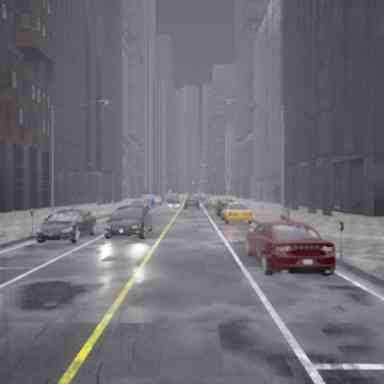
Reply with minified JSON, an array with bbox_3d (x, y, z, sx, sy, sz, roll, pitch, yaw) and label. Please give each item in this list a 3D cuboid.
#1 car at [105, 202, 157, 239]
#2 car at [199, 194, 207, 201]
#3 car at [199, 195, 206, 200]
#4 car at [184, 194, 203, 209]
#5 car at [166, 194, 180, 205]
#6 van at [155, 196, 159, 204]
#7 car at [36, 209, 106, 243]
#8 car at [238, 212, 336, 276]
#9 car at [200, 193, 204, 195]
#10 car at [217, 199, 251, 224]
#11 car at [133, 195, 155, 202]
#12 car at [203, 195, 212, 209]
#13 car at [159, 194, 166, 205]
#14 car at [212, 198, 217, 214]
[{"bbox_3d":[-3.106,1.468,17.018,1.837,1.490,4.892,0,0,0],"label":"car"},{"bbox_3d":[2.736,1.299,83.063,1.967,1.590,4.097,0,0,0],"label":"car"},{"bbox_3d":[2.734,1.436,88.671,1.802,1.307,4.206,0,0,0],"label":"car"},{"bbox_3d":[0.019,1.398,43.535,2.128,1.511,4.902,0,0,0],"label":"car"},{"bbox_3d":[-3.073,1.450,57.470,1.994,1.385,4.181,0,0,0],"label":"car"},{"bbox_3d":[-5.776,1.248,43.789,1.690,1.788,3.998,0,0,0],"label":"van"},{"bbox_3d":[-5.768,1.516,15.741,2.008,1.369,4.403,0,0,0],"label":"car"},{"bbox_3d":[2.759,1.522,10.144,1.887,1.381,4.507,0,0,0],"label":"car"},{"bbox_3d":[2.739,1.422,71.844,2.008,1.369,4.403,0,0,0],"label":"car"},{"bbox_3d":[3.142,1.405,24.041,1.801,1.575,5.366,0,0,0],"label":"car"},{"bbox_3d":[-5.775,1.359,38.180,1.967,1.590,4.097,0,0,0],"label":"car"},{"bbox_3d":[2.748,1.433,43.969,1.752,1.417,4.829,0,0,0],"label":"car"},{"bbox_3d":[-5.780,1.415,54.837,1.752,1.417,4.829,0,0,0],"label":"car"},{"bbox_3d":[3.135,1.438,30.851,1.837,1.490,4.892,0,0,0],"label":"car"}]
